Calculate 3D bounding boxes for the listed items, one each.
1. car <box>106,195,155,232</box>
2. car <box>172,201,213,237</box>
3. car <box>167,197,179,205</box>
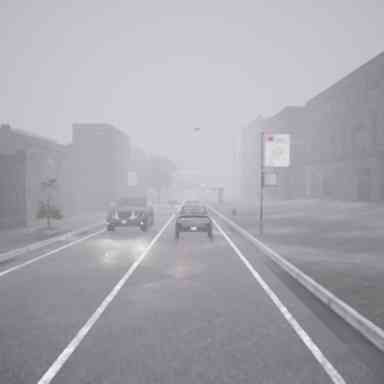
[{"bbox_3d":[-3.553,1.218,20.198,2.150,2.045,5.566,0,0,0],"label":"car"},{"bbox_3d":[0.083,1.486,17.928,2.128,1.511,4.902,0,0,0],"label":"car"},{"bbox_3d":[-3.419,1.581,60.837,1.882,1.535,5.008,0,0,1],"label":"car"}]
